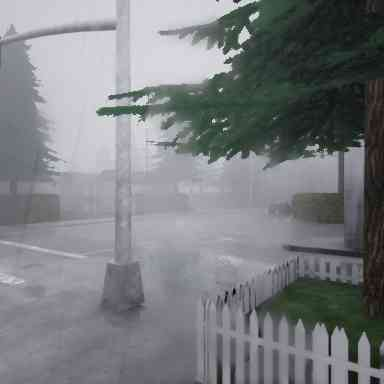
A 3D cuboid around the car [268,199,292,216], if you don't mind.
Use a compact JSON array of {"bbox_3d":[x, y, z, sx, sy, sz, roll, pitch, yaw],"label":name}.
[{"bbox_3d":[8.595,1.488,32.222,1.837,1.490,4.892,1,2,22],"label":"car"}]
